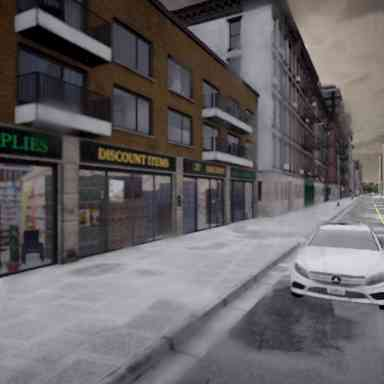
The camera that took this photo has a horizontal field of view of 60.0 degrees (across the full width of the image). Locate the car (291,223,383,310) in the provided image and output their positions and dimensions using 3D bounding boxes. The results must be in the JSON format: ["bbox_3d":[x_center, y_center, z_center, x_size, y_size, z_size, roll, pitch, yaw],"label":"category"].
[{"bbox_3d":[3.715,1.518,8.081,1.812,1.442,4.674,0,0,28],"label":"car"}]
